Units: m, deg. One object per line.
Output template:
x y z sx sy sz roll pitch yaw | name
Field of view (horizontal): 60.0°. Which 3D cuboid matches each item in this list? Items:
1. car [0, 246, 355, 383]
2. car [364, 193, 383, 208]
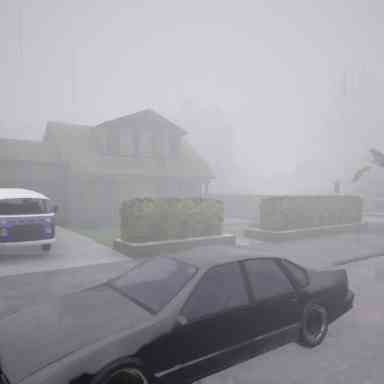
0.181 1.547 4.749 5.357 1.411 2.033 0 0 -35 | car
23.130 0.985 40.297 3.866 1.878 1.905 0 0 0 | car
